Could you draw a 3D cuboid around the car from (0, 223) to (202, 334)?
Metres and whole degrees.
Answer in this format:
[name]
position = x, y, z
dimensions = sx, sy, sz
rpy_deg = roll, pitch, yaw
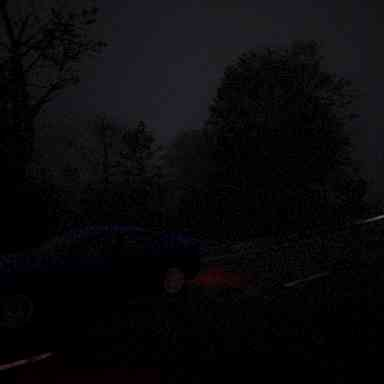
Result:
[car]
position = -2.087, 1.475, 6.989
dimensions = 5.008, 1.535, 1.882
rpy_deg = -1, 0, -37
